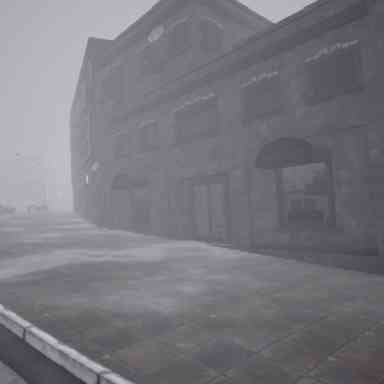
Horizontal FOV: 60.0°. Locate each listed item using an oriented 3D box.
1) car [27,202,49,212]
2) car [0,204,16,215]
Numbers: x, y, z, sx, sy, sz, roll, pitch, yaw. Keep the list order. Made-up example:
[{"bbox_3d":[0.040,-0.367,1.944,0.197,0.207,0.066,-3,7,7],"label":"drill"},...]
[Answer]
[{"bbox_3d":[-23.988,2.274,51.732,1.812,1.442,4.674,-3,-1,-2],"label":"car"},{"bbox_3d":[-23.212,2.147,40.302,1.895,1.301,4.718,-3,-1,-4],"label":"car"}]
